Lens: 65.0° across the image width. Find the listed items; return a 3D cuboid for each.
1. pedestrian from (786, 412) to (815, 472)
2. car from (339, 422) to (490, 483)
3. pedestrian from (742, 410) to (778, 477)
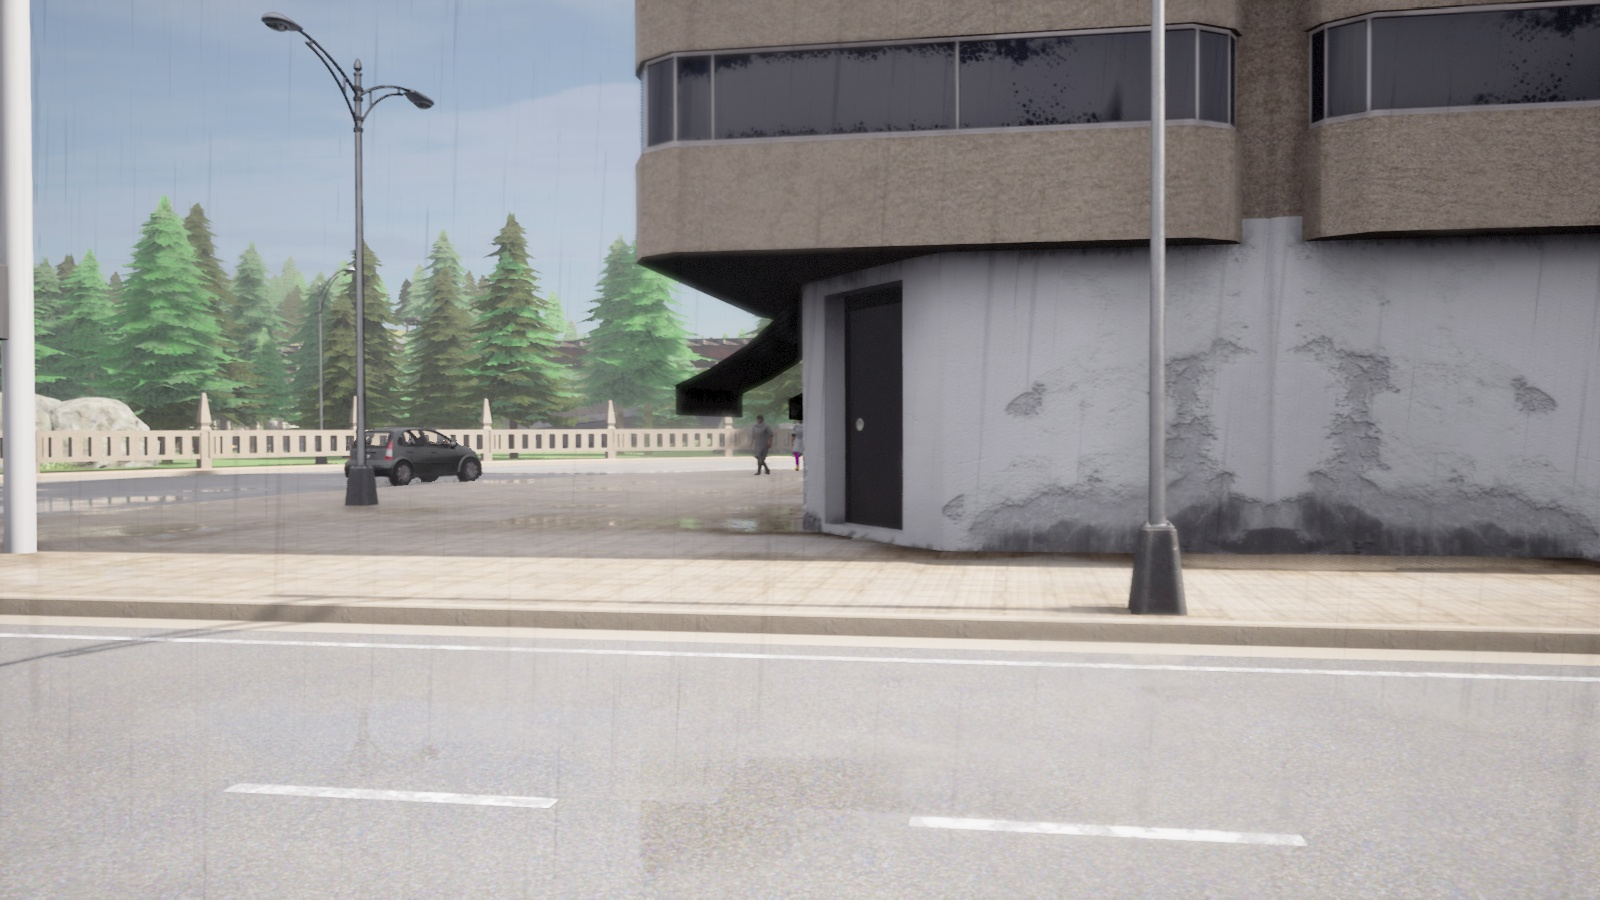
[{"bbox_3d":[0.016,-0.258,41.099,0.659,1.952,0.873,1,1,20],"label":"pedestrian"},{"bbox_3d":[-10.774,0.040,35.355,1.851,1.617,3.988,1,1,26],"label":"car"},{"bbox_3d":[-1.188,-0.196,37.307,0.659,1.952,0.873,1,1,37],"label":"pedestrian"}]
